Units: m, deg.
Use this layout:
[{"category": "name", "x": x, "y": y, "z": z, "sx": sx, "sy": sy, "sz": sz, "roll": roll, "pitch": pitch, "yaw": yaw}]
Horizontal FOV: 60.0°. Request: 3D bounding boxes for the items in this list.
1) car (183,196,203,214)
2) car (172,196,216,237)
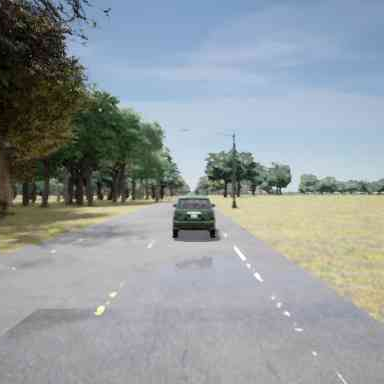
[{"category": "car", "x": 0.112, "y": 1.393, "z": 36.545, "sx": 2.097, "sy": 1.767, "sz": 4.553, "roll": 0, "pitch": 0, "yaw": 0}, {"category": "car", "x": 0.119, "y": 1.237, "z": 18.291, "sx": 2.150, "sy": 2.045, "sz": 5.566, "roll": 0, "pitch": 0, "yaw": 0}]
